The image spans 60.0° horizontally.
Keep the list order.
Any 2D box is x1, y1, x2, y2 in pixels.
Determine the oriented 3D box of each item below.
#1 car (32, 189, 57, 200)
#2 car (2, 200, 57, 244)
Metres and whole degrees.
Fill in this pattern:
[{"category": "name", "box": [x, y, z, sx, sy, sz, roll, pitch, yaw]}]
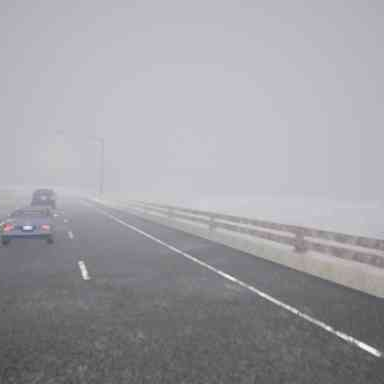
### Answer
[{"category": "car", "box": [-14.954, 0.692, 33.711, 2.150, 2.045, 5.566, 1, 0, -23]}, {"category": "car", "box": [-6.918, 1.309, 14.374, 2.033, 1.411, 5.357, 1, 0, -23]}]
